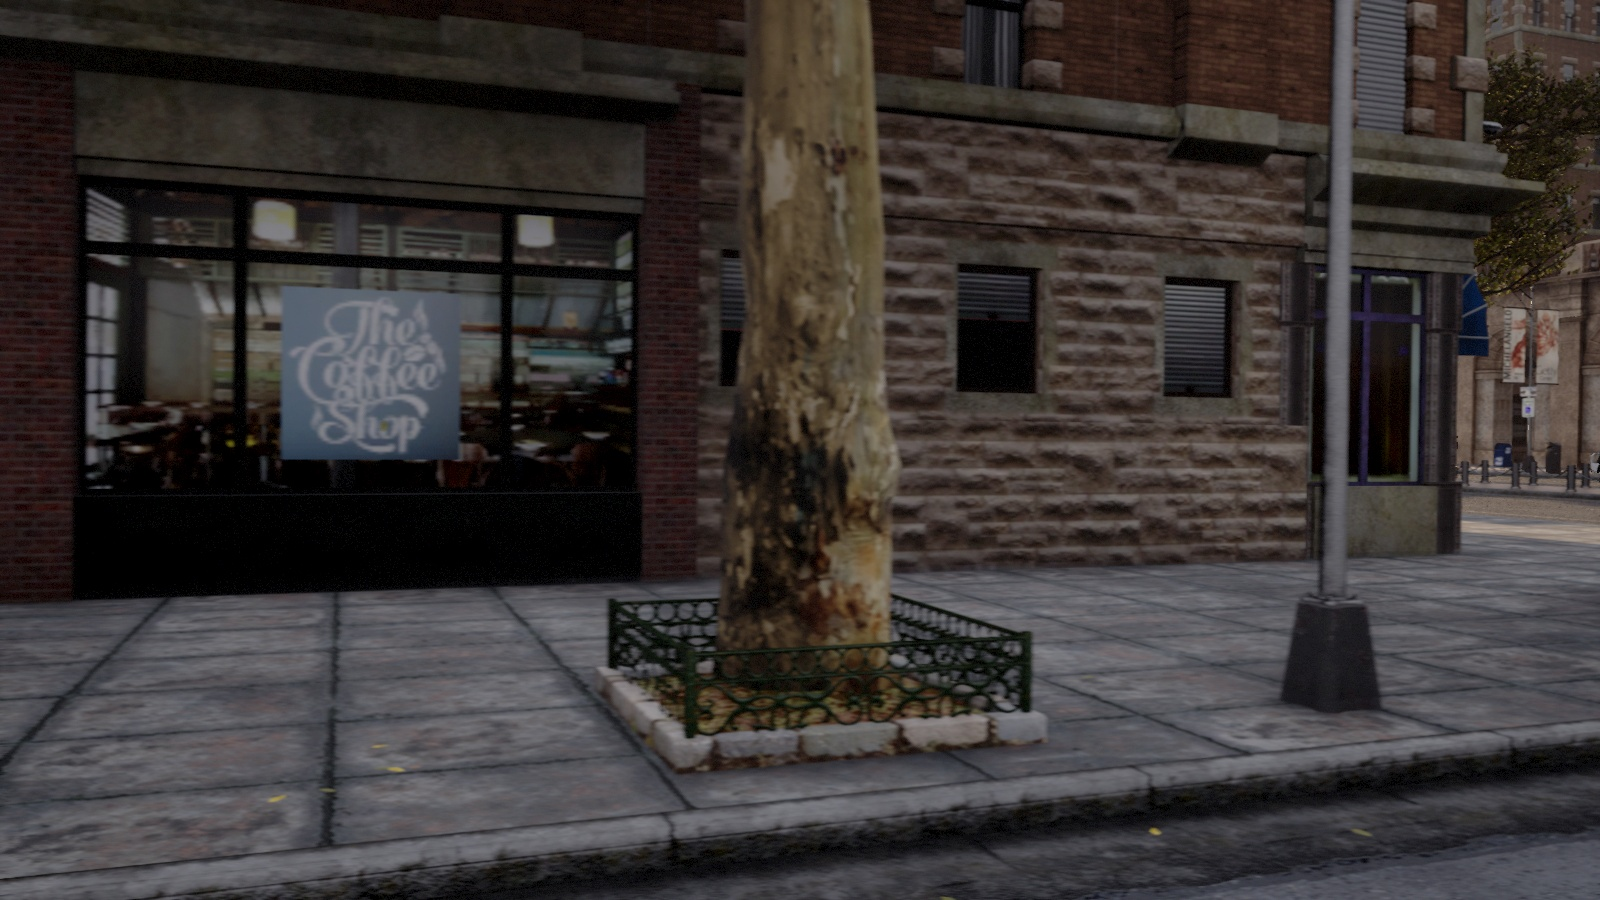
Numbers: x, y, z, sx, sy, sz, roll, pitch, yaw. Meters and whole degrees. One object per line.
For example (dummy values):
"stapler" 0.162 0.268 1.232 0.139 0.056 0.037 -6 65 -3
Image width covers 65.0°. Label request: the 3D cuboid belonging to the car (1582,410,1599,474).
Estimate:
"car" 24.795 -0.219 35.274 1.932 1.855 4.605 -1 1 -20
